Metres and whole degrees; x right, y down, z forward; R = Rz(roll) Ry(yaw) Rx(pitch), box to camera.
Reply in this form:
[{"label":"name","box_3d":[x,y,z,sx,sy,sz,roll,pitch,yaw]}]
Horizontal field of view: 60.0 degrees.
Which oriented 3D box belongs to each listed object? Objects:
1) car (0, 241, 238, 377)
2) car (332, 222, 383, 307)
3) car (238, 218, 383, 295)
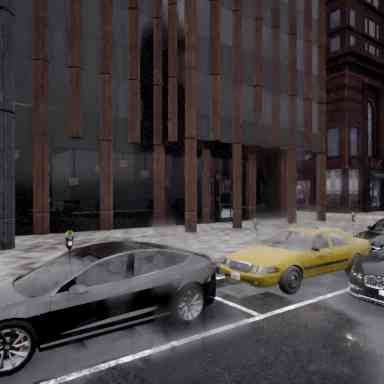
[{"label":"car","box_3d":[-1.533,1.566,5.556,4.313,1.339,1.947,0,0,-36]},{"label":"car","box_3d":[5.318,1.506,7.174,4.892,1.490,1.837,0,0,-36]},{"label":"car","box_3d":[2.916,1.526,8.732,4.829,1.417,1.752,0,0,-36]}]
